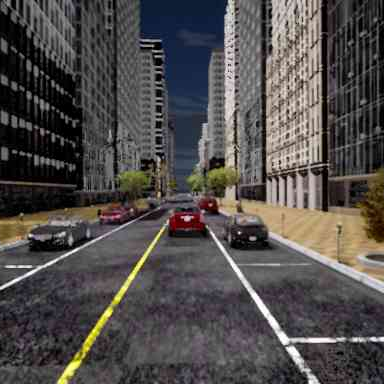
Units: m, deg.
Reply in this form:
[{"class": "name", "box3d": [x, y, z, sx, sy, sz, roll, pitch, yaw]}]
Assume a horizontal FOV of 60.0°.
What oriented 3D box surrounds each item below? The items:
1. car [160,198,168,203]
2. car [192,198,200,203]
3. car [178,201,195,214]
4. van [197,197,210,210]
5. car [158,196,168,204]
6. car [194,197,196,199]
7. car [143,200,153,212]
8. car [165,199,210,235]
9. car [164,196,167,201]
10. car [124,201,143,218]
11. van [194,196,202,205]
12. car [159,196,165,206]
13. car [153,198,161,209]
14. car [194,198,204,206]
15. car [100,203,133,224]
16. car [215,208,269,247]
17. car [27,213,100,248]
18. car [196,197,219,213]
[{"class": "car", "box3d": [-7.457, 2.299, 89.277, 1.802, 1.307, 4.206, -1, 0, -1]}, {"class": "car", "box3d": [0.922, 2.230, 89.445, 2.008, 1.369, 4.403, -1, 0, -1]}, {"class": "car", "box3d": [-0.681, 1.879, 40.206, 1.994, 1.385, 4.181, 0, 0, -1]}, {"class": "van", "box3d": [1.715, 1.717, 49.670, 1.690, 1.788, 3.998, -1, 0, -1]}, {"class": "car", "box3d": [-7.347, 1.989, 83.596, 2.192, 1.841, 5.009, -1, 0, -1]}, {"class": "car", "box3d": [1.828, 1.647, 43.988, 2.192, 1.841, 5.009, -1, 0, -1]}, {"class": "car", "box3d": [-6.544, 1.893, 43.648, 1.752, 1.417, 4.829, -1, 0, -1]}, {"class": "car", "box3d": [-0.286, 1.508, 19.905, 2.097, 1.767, 4.553, 0, -1, -1]}, {"class": "car", "box3d": [-7.231, 2.071, 77.913, 1.967, 1.590, 4.097, -1, 0, -1]}, {"class": "car", "box3d": [-6.322, 1.721, 32.454, 1.967, 1.590, 4.097, -1, 0, -1]}, {"class": "van", "box3d": [1.259, 1.891, 72.399, 1.690, 1.788, 3.998, -1, 0, -1]}, {"class": "car", "box3d": [-7.002, 2.095, 66.548, 2.008, 1.369, 4.403, -1, 0, -1]}, {"class": "car", "box3d": [-6.775, 2.023, 55.183, 1.947, 1.339, 4.313, -1, 0, -1]}, {"class": "car", "box3d": [1.374, 1.947, 66.716, 1.967, 1.590, 4.097, -1, 0, -1]}, {"class": "car", "box3d": [-6.206, 1.819, 26.770, 1.802, 1.307, 4.206, -1, 0, -1]}, {"class": "car", "box3d": [2.400, 1.661, 15.574, 2.008, 1.369, 4.403, -1, 0, -1]}, {"class": "car", "box3d": [-5.979, 1.699, 15.406, 2.008, 1.369, 4.403, -1, 0, -1]}, {"class": "car", "box3d": [1.941, 1.603, 38.306, 2.192, 1.841, 5.009, -1, 0, -1]}]
